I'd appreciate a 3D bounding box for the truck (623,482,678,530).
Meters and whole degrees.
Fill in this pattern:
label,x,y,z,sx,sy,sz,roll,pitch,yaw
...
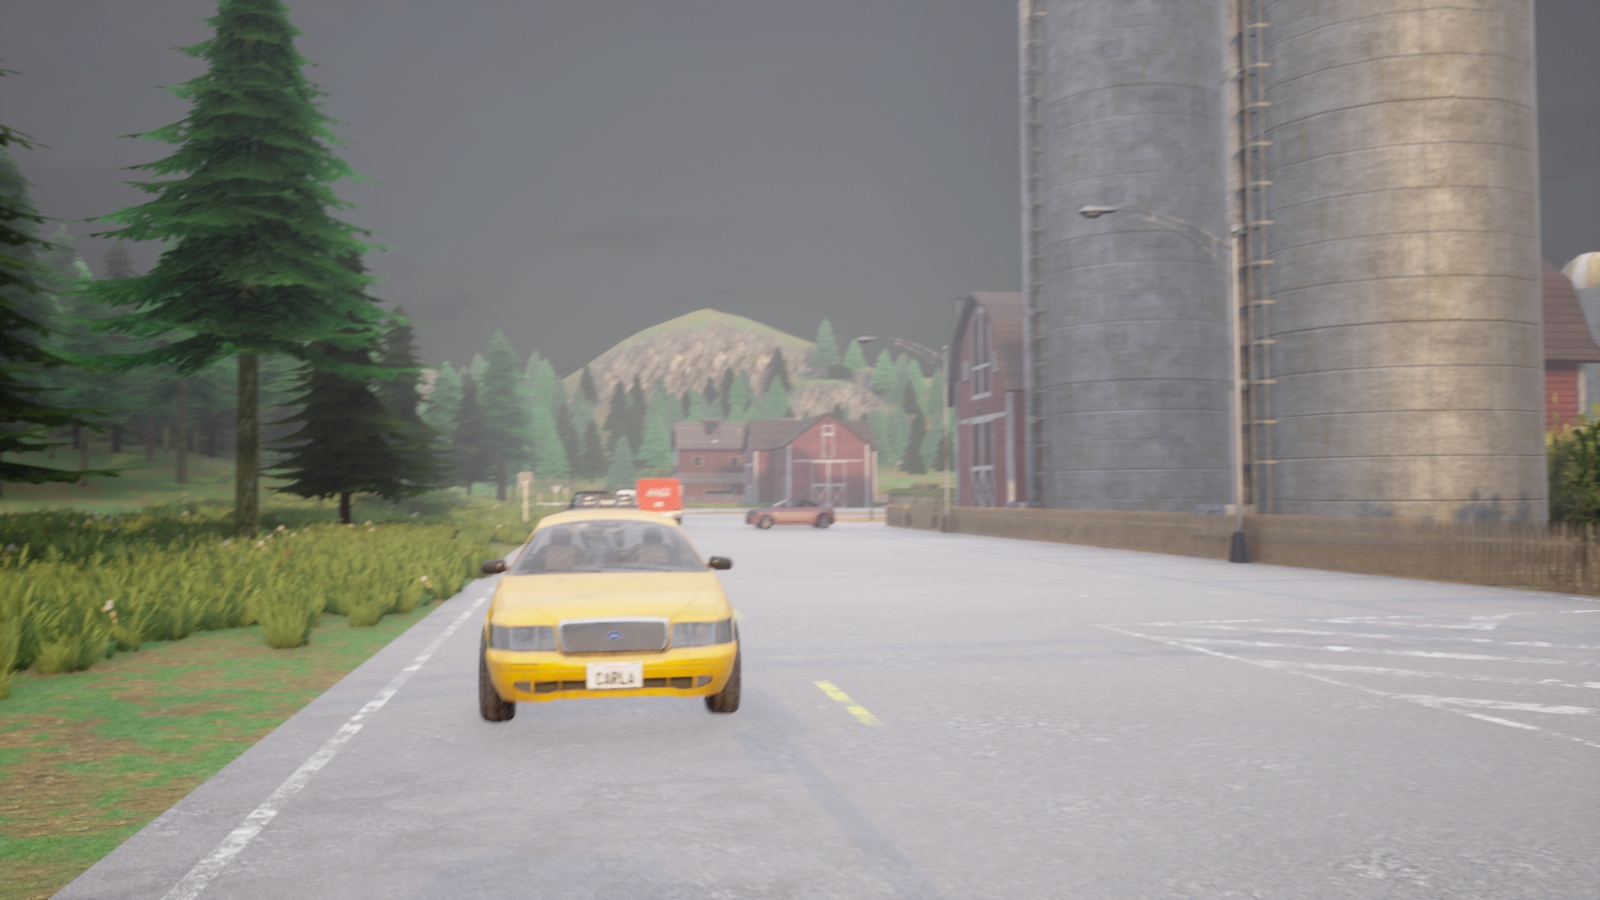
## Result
label,x,y,z,sx,sy,sz,roll,pitch,yaw
truck,-8.081,2.984,67.301,2.627,2.467,5.204,-1,-2,-10

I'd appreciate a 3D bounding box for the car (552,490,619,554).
label,x,y,z,sx,sy,sz,roll,pitch,yaw
car,-6.708,2.213,39.274,1.932,1.855,4.605,-1,-2,-10

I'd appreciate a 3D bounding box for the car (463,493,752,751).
label,x,y,z,sx,sy,sz,roll,pitch,yaw
car,-1.674,1.177,10.623,1.801,1.575,5.366,-1,-2,-10
